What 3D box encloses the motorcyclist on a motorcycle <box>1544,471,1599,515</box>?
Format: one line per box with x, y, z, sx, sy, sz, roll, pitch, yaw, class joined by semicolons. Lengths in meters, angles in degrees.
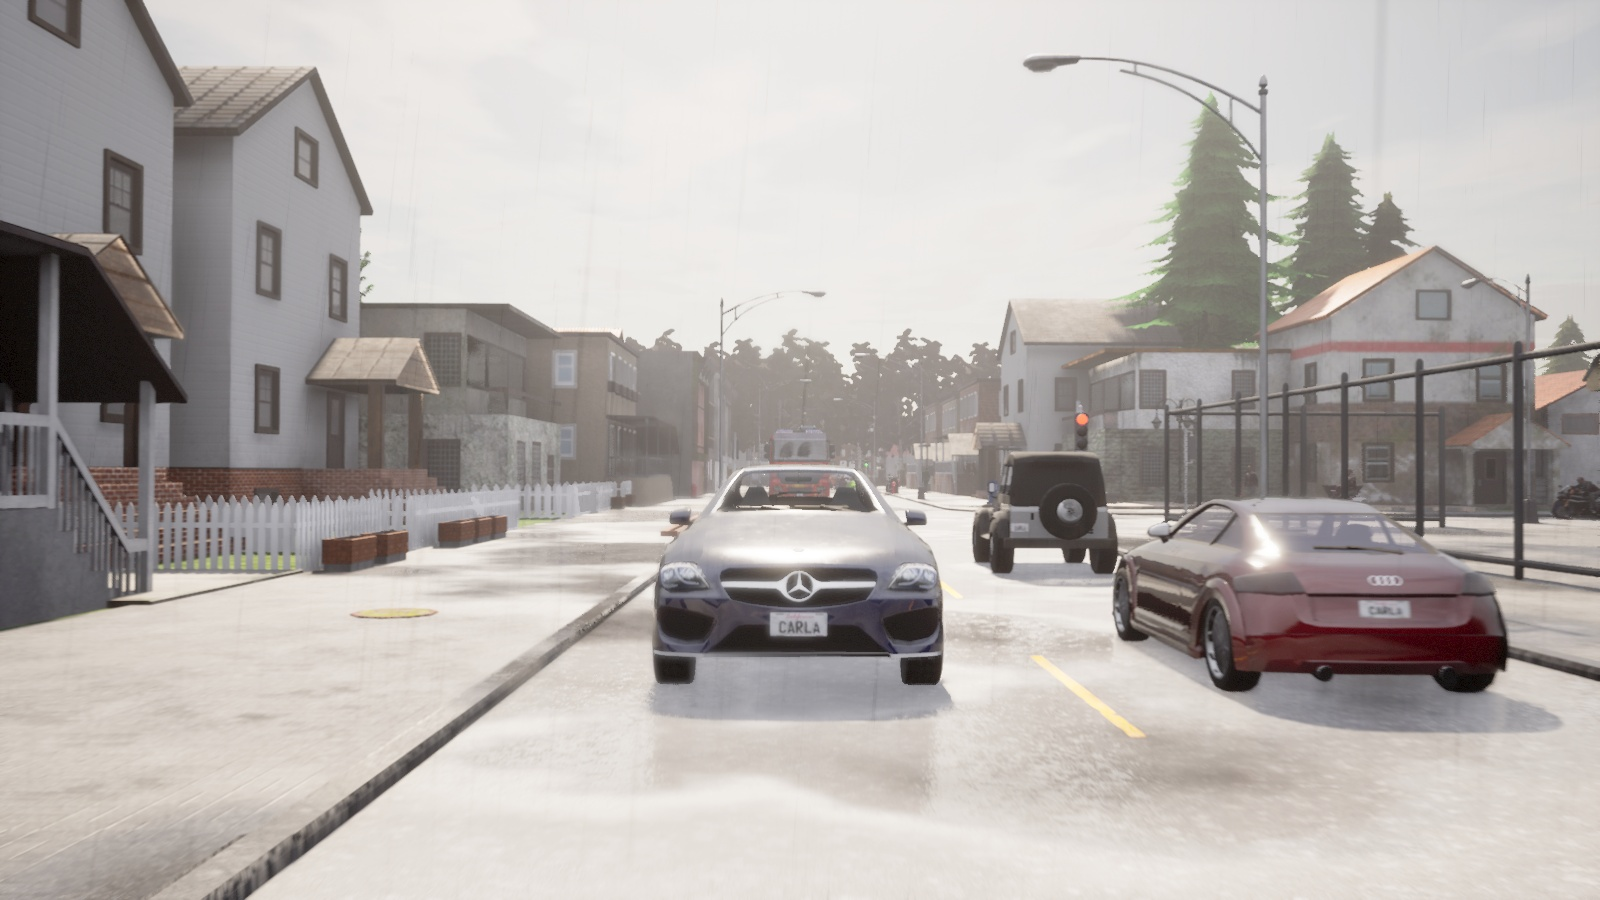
27.503;1.501;44.144;2.191;1.530;0.866;0;-1;0;motorcyclist on a motorcycle

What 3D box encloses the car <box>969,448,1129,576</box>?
3.932;0.948;20.456;1.905;1.878;3.866;0;-1;1;car

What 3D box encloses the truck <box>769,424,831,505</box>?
-0.103;0.744;63.379;2.891;3.827;8.468;0;-1;-1;truck

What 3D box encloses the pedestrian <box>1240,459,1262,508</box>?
17.409;1.285;48.476;0.720;1.854;0.376;0;-1;-20;pedestrian

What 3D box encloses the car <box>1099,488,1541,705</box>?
3.969;1.044;10.489;1.994;1.385;4.181;0;-1;1;car

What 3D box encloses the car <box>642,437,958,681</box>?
-0.011;0.785;11.089;2.152;1.651;5.027;0;-1;0;car
